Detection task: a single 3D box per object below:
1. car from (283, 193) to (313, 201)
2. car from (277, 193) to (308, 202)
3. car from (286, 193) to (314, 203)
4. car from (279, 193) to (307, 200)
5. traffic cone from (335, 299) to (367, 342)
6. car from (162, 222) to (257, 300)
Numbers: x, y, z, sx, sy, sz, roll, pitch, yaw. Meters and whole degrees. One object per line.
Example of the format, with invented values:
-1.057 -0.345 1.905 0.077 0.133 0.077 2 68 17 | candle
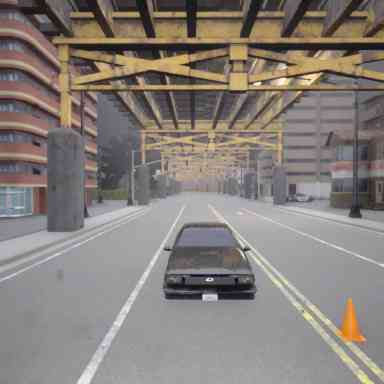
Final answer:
17.525 0.847 54.884 4.536 1.218 1.853 0 1 -20 | car
17.825 0.957 59.025 4.974 1.542 2.038 0 1 25 | car
17.476 1.005 54.868 4.974 1.542 2.038 0 1 -20 | car
17.873 0.800 59.001 4.536 1.218 1.853 0 1 25 | car
2.455 1.949 5.150 0.340 0.580 0.340 0 0 0 | traffic cone
0.363 1.533 8.758 2.033 1.411 5.357 0 0 1 | car
